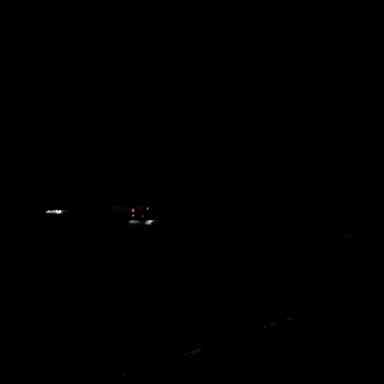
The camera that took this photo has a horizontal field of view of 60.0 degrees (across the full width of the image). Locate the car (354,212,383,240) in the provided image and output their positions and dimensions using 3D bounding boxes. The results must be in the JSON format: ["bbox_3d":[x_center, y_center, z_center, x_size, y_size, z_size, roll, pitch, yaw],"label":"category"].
[{"bbox_3d":[9.038,1.538,14.399,1.837,1.490,4.892,2,-1,-6],"label":"car"}]

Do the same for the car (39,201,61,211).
[{"bbox_3d":[-20.026,1.909,46.983,1.994,1.385,4.181,0,-1,-40],"label":"car"}]

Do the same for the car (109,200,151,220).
[{"bbox_3d":[-5.611,1.524,29.868,2.097,1.767,4.553,0,-1,-40],"label":"car"}]
